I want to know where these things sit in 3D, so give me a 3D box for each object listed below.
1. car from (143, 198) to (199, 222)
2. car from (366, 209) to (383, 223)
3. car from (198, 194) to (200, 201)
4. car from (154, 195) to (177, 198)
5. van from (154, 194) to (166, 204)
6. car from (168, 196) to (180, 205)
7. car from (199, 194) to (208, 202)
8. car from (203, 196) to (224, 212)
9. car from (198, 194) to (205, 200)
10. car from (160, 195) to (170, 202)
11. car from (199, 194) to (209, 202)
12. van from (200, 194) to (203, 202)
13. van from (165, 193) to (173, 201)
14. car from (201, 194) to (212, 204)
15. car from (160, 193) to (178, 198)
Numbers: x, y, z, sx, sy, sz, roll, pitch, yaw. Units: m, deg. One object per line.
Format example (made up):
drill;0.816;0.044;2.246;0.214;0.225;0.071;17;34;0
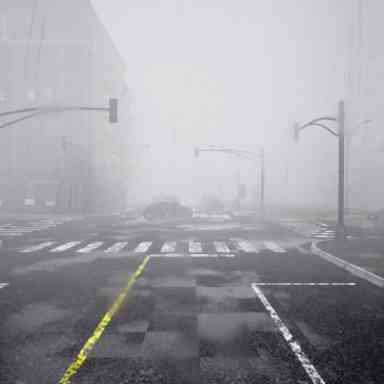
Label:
car;-1.826;1.490;26.718;1.837;1.490;4.892;3;1;35
car;14.830;1.604;23.723;4.181;1.385;1.994;0;1;1
car;2.595;1.485;60.668;1.887;1.381;4.507;-1;0;0
car;-3.129;1.449;39.308;1.882;1.535;5.008;0;0;0
van;-5.756;1.282;60.628;1.690;1.788;3.998;-1;0;0
car;-3.128;1.508;58.587;1.994;1.385;4.181;0;0;0
car;2.585;1.348;77.605;1.967;1.590;4.097;-1;0;0
car;2.614;1.518;38.085;1.887;1.381;4.507;-1;0;0
car;2.602;1.307;94.543;1.967;1.590;4.097;-1;0;0
car;-5.762;1.464;71.919;1.887;1.381;4.507;-1;0;0
car;2.584;1.360;71.959;1.967;1.590;4.097;-1;0;0
van;2.597;1.291;55.022;1.690;1.788;3.998;-1;0;0
van;-5.774;1.236;83.213;1.690;1.788;3.998;-1;0;0
car;2.608;1.405;43.730;1.967;1.590;4.097;-1;0;0
car;-3.132;1.311;48.622;2.097;1.767;4.553;0;0;0
